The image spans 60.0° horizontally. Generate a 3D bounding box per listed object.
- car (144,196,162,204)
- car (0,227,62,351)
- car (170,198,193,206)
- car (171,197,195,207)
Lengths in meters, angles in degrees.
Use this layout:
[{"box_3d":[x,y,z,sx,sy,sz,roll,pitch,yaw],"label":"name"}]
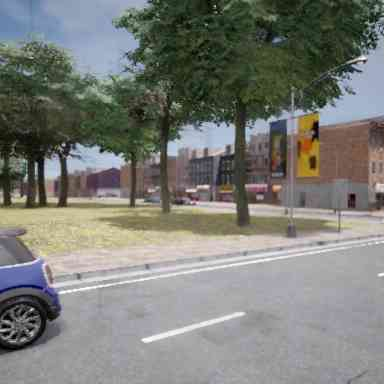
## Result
[{"box_3d":[-7.762,1.603,67.324,2.033,1.411,5.357,1,0,-35],"label":"car"},{"box_3d":[-4.332,1.345,4.586,4.553,1.767,2.097,0,0,-35],"label":"car"},{"box_3d":[-1.894,1.690,59.171,1.895,1.301,4.718,1,0,-35],"label":"car"},{"box_3d":[-1.353,1.565,53.458,2.128,1.511,4.902,1,0,-35],"label":"car"}]
